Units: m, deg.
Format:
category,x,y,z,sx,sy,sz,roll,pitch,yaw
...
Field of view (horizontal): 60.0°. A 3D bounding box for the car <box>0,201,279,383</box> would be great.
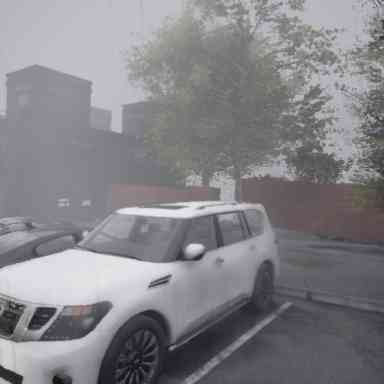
category,x,y,z,sx,sy,sz,roll,pitch,yaw
car,-0.398,1.215,5.534,2.435,2.045,5.566,0,0,36
